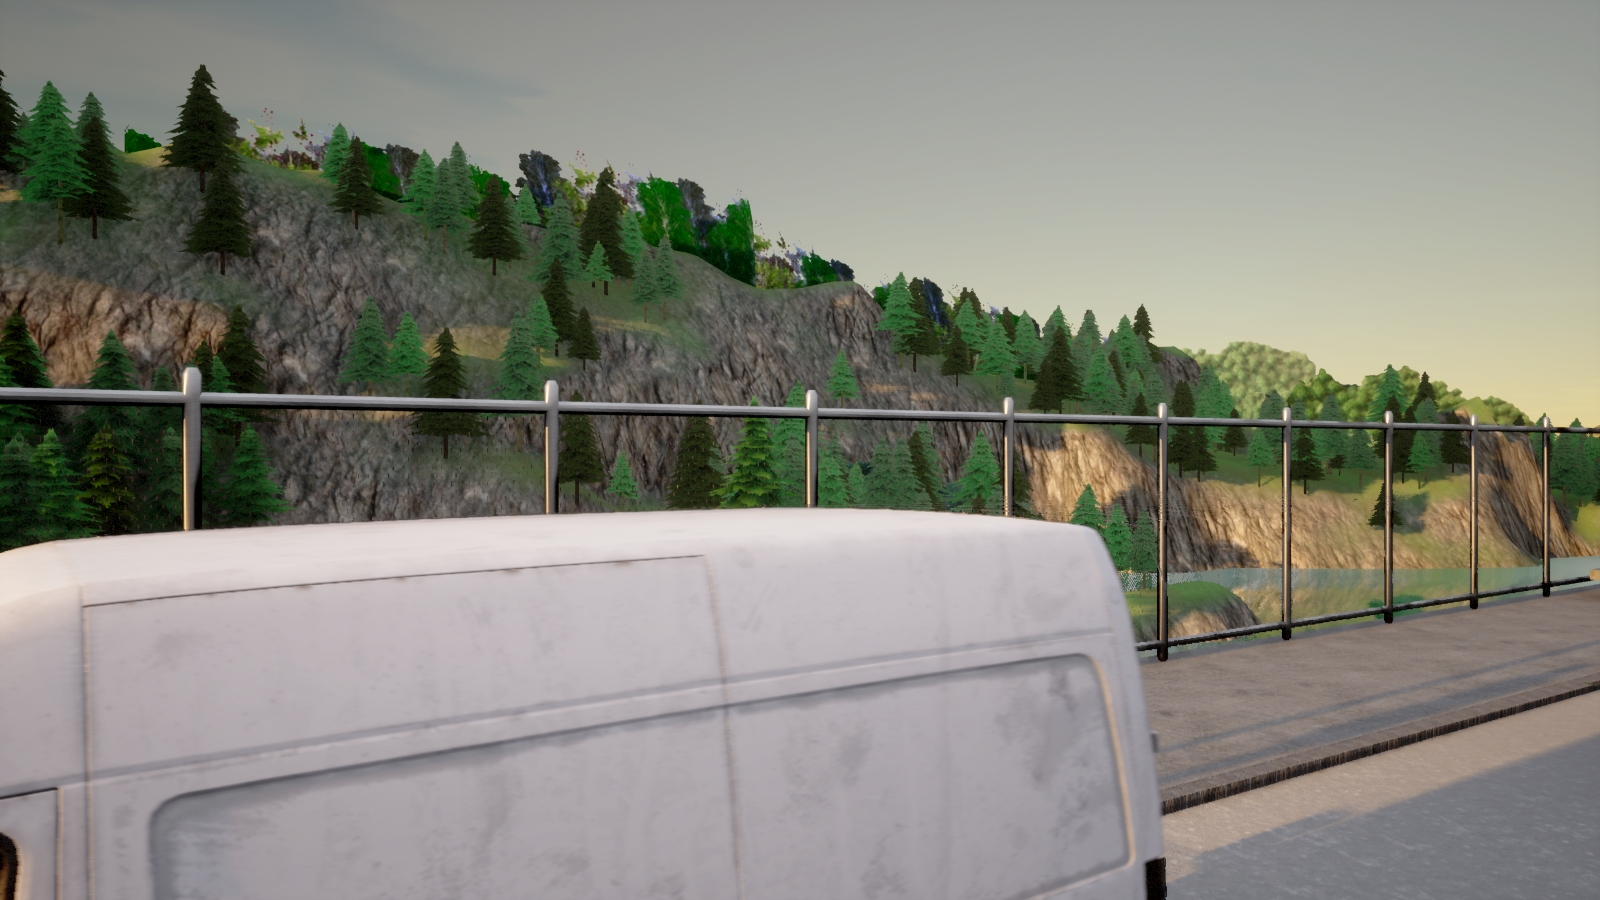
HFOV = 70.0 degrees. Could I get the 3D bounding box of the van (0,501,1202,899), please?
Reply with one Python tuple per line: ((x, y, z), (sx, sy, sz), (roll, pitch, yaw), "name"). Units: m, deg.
((-1.512, 1.534, 3.332), (5.915, 2.561, 1.988), (0, 0, -35), "van")
